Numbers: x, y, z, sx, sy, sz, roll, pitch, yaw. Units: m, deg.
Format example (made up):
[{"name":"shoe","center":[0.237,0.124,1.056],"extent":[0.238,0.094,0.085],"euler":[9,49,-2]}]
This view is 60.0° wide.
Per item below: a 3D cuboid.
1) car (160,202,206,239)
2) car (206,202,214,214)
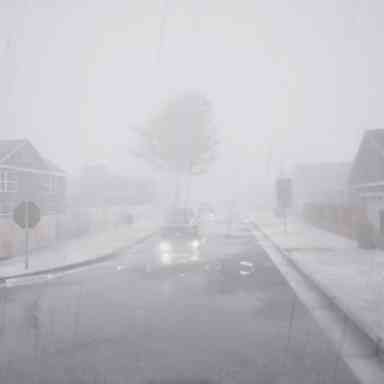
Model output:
[{"name":"car","center":[-0.537,1.690,19.776],"extent":[2.097,1.767,4.553],"euler":[-2,-1,6]},{"name":"car","center":[1.894,2.160,45.439],"extent":[1.837,1.490,4.892],"euler":[-1,-1,3]}]
